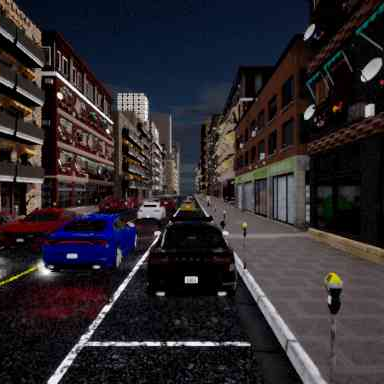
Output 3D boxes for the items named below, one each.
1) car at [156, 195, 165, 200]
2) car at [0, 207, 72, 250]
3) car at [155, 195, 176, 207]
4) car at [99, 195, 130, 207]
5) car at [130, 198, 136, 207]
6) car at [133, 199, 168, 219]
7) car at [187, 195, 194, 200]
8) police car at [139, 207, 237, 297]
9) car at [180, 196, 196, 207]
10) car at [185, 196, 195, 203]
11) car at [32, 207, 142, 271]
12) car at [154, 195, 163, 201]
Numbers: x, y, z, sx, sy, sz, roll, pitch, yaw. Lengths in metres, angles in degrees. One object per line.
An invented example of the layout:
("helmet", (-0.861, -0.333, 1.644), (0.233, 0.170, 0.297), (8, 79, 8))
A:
("car", (-8.834, 1.539, 93.519), (2.008, 1.369, 4.403), (0, 0, 0))
("car", (-6.246, 1.478, 14.572), (1.882, 1.535, 5.008), (0, 0, 0))
("car", (-3.045, 1.351, 41.056), (2.097, 1.767, 4.553), (0, 0, 0))
("car", (-8.833, 1.314, 37.157), (2.192, 1.841, 5.009), (0, 0, 0))
("car", (-8.834, 1.439, 42.793), (1.967, 1.590, 4.097), (0, 0, 0))
("car", (-3.147, 1.526, 26.218), (1.812, 1.442, 4.674), (0, 0, 0))
("car", (-0.452, 1.513, 93.685), (1.752, 1.417, 4.829), (0, 0, 0))
("police car", (-0.011, 1.425, 8.759), (1.930, 1.638, 5.238), (0, 0, 0))
("car", (-0.454, 1.525, 37.323), (1.752, 1.417, 4.829), (0, 0, 0))
("car", (-0.453, 1.545, 70.970), (2.008, 1.369, 4.403), (0, 0, 0))
("car", (-3.045, 1.478, 10.923), (1.882, 1.535, 5.008), (0, 0, 0))
("car", (-8.834, 1.541, 87.882), (2.008, 1.369, 4.403), (0, 0, 0))
